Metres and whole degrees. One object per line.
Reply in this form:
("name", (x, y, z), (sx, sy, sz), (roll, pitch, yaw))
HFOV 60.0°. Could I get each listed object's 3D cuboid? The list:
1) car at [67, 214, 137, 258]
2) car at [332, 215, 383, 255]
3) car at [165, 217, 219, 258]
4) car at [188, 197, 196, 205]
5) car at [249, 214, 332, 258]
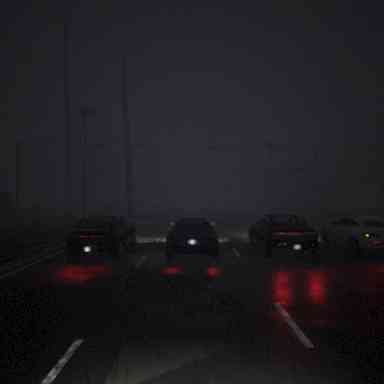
("car", (-3.479, 1.657, 13.512), (1.837, 1.490, 4.892), (0, 0, 0))
("car", (7.025, 1.679, 13.902), (1.812, 1.442, 4.674), (0, 0, 0))
("car", (0.022, 1.714, 13.511), (1.994, 1.385, 4.181), (0, -1, 0))
("car", (0.029, 2.441, 79.865), (1.994, 1.385, 4.181), (0, -1, 0))
("car", (3.521, 1.643, 13.509), (2.128, 1.511, 4.902), (0, 0, 0))
